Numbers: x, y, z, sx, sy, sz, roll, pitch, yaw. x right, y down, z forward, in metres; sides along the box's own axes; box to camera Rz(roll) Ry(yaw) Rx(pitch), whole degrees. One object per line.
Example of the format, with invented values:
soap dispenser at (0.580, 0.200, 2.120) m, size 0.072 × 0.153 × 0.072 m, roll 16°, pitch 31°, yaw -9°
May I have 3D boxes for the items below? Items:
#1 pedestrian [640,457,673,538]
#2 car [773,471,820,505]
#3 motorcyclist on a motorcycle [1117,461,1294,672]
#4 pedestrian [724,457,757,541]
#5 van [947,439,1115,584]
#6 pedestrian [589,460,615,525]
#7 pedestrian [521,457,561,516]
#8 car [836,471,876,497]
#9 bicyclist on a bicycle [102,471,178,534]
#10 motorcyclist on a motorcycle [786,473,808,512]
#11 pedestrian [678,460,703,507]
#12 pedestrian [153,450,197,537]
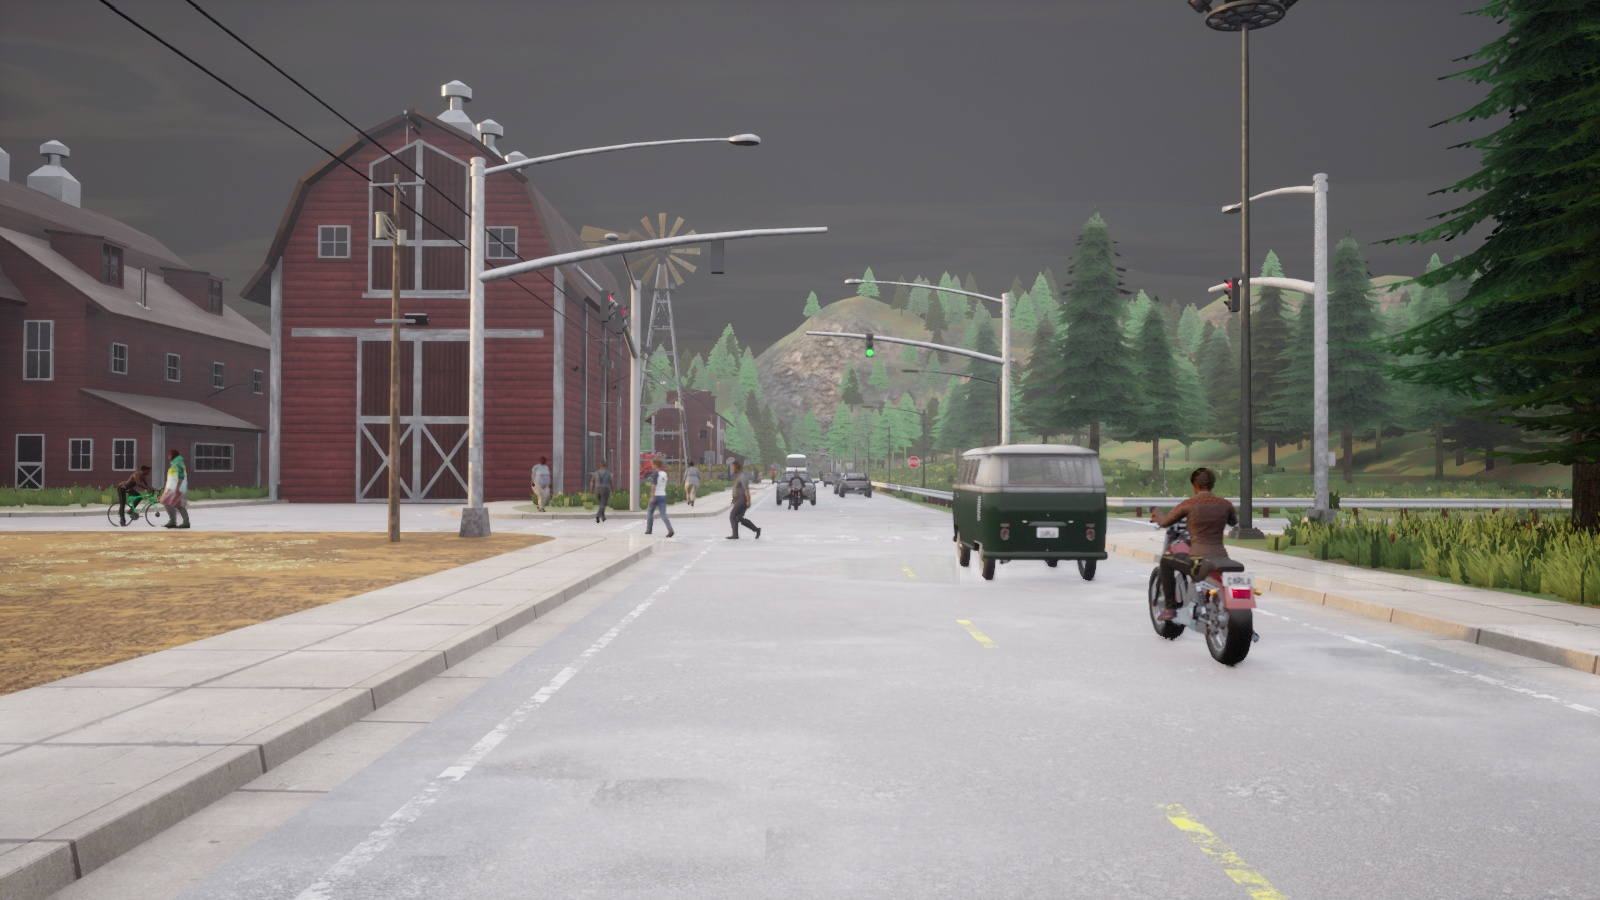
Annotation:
pedestrian at (-3.286, 1.078, 28.791) m, size 0.706 × 1.836 × 0.354 m, roll -1°, pitch -1°, yaw 36°
car at (-0.161, 1.759, 58.942) m, size 2.128 × 1.511 × 4.902 m, roll 0°, pitch -1°, yaw 0°
motorcyclist on a motorcycle at (3.469, 0.936, 11.007) m, size 0.766 × 1.649 × 2.350 m, roll 0°, pitch -1°, yaw 0°
pedestrian at (-1.317, 1.074, 27.779) m, size 0.694 × 1.848 × 0.540 m, roll 0°, pitch -1°, yaw -7°
van at (3.445, 0.883, 19.549) m, size 1.775 × 1.987 × 4.442 m, roll 0°, pitch -1°, yaw 0°
pedestrian at (-5.740, 1.224, 36.471) m, size 0.540 × 1.848 × 0.694 m, roll 0°, pitch -1°, yaw 11°
pedestrian at (-8.226, 1.146, 39.882) m, size 0.900 × 1.855 × 0.874 m, roll -1°, pitch -1°, yaw 39°
car at (3.296, 2.016, 75.126) m, size 2.128 × 1.511 × 4.902 m, roll 0°, pitch -1°, yaw 0°
bicyclist on a bicycle at (-17.055, 1.345, 32.458) m, size 1.656 × 1.620 × 0.582 m, roll 0°, pitch 0°, yaw -1°
motorcyclist on a motorcycle at (-0.138, 1.700, 50.747) m, size 0.866 × 1.530 × 2.191 m, roll 0°, pitch -1°, yaw 0°
pedestrian at (-4.294, 1.314, 49.369) m, size 0.874 × 1.855 × 0.900 m, roll 0°, pitch -1°, yaw -12°
pedestrian at (-14.313, 0.989, 28.776) m, size 0.873 × 1.952 × 0.659 m, roll 0°, pitch -1°, yaw -25°
